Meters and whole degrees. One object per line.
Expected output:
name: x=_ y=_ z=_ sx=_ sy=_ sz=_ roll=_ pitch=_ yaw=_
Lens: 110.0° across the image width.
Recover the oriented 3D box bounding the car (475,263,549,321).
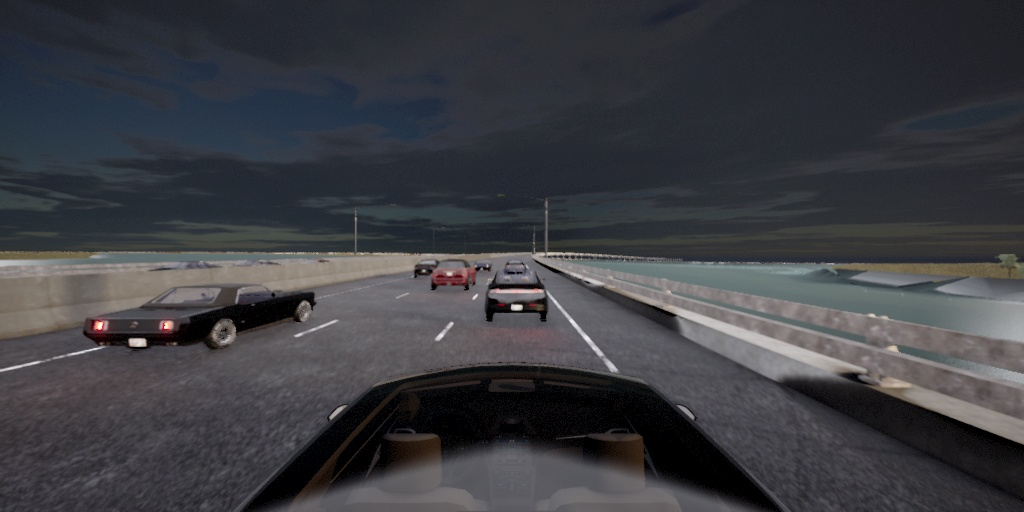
car: x=0.135 y=1.161 z=12.051 sx=2.128 sy=1.511 sz=4.902 roll=0 pitch=0 yaw=0

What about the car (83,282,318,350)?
car: x=-6.882 y=1.296 z=8.822 sx=1.895 sy=1.301 sz=4.718 roll=0 pitch=0 yaw=0

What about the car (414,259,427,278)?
car: x=-6.726 y=1.010 z=29.970 sx=1.882 sy=1.535 sz=5.008 roll=0 pitch=0 yaw=1

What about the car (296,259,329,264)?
car: x=-17.406 y=1.000 z=31.290 sx=1.882 sy=1.535 sz=5.008 roll=0 pitch=0 yaw=1

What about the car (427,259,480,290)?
car: x=-3.309 y=0.954 z=21.192 sx=2.097 sy=1.767 sz=4.553 roll=0 pitch=1 yaw=0

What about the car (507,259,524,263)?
car: x=0.291 y=1.008 z=31.701 sx=2.128 sy=1.511 sz=4.902 roll=0 pitch=0 yaw=1

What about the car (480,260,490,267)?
car: x=-3.107 y=1.058 z=39.466 sx=1.895 sy=1.301 sz=4.718 roll=0 pitch=0 yaw=1

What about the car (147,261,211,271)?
car: x=-24.460 y=1.102 z=26.968 sx=2.033 sy=1.411 sz=5.357 roll=0 pitch=0 yaw=1

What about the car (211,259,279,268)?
car: x=-20.934 y=1.032 z=28.898 sx=2.128 sy=1.511 sz=4.902 roll=0 pitch=0 yaw=1
